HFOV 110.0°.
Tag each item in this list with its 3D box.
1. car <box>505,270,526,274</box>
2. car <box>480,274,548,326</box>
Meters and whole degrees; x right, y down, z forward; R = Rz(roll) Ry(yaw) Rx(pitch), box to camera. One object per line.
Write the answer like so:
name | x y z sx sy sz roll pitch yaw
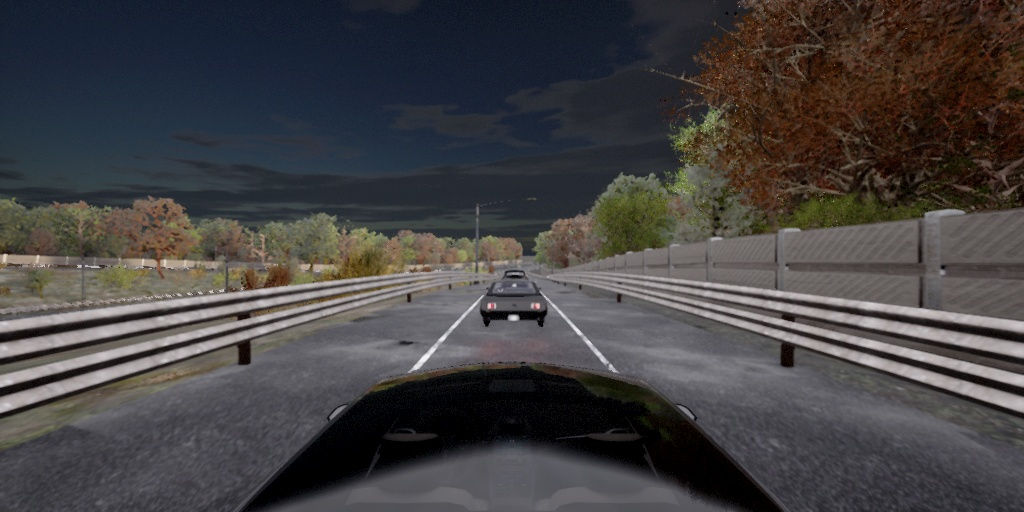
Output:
car | 0.217 1.750 25.076 1.837 1.490 4.892 0 -2 1
car | 0.061 1.445 12.043 1.895 1.301 4.718 0 -1 0
